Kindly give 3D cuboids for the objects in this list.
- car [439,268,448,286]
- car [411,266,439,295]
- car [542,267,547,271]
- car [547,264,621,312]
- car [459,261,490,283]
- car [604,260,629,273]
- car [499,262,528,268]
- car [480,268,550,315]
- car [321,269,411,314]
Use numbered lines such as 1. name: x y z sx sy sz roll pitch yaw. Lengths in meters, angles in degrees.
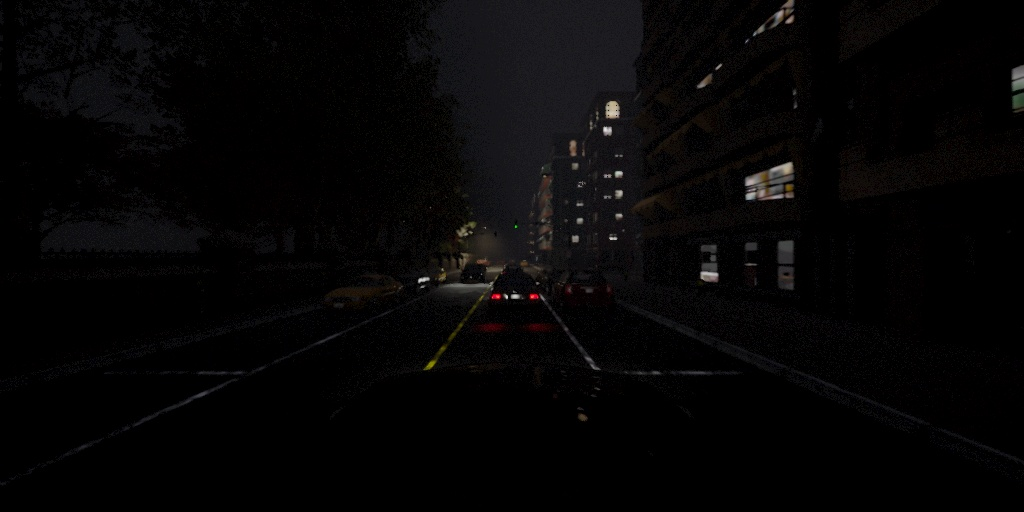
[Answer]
1. car: -5.689 1.373 25.461 1.751 1.417 4.829 0 0 0
2. car: -5.688 1.374 20.000 2.007 1.370 4.403 0 0 0
3. car: 2.692 1.389 20.001 1.948 1.339 4.313 0 0 0
4. car: 2.692 1.239 14.370 1.967 1.591 4.097 0 0 0
5. car: -3.062 1.371 29.222 1.837 1.490 4.892 0 -1 0
6. car: 14.600 1.559 52.609 5.009 1.841 2.192 0 0 0
7. car: 0.101 1.433 30.275 1.994 1.385 4.181 0 0 0
8. car: 0.101 1.345 13.823 2.033 1.411 5.357 0 0 0
9. car: -5.689 1.325 14.200 1.751 1.417 4.829 0 0 0
